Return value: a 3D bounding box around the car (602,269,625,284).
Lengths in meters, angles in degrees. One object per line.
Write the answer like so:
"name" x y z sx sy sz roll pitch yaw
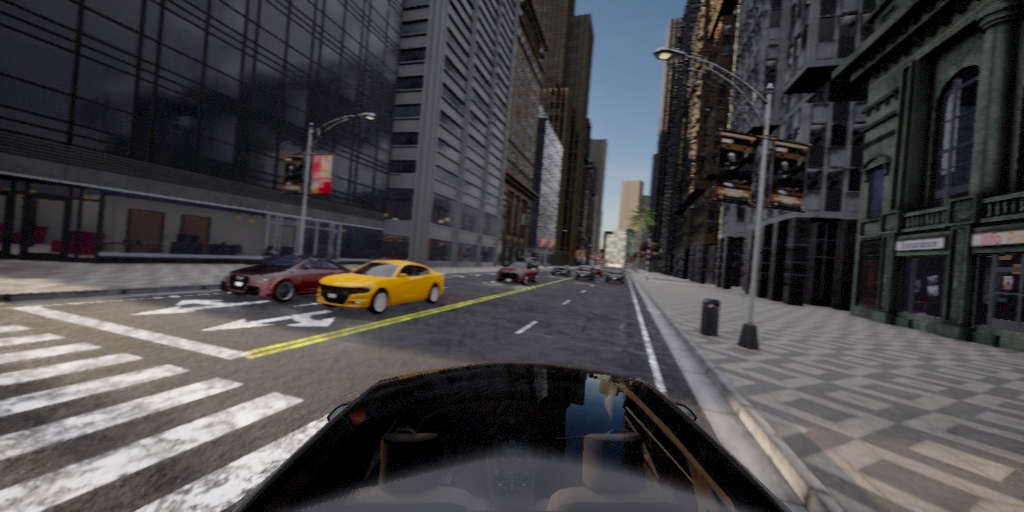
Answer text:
"car" 11.464 2.198 39.703 2.128 1.511 4.902 5 0 18

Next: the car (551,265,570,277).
"car" 6.157 1.848 44.607 1.994 1.385 4.181 5 0 17

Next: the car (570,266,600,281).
"car" 8.284 1.929 40.444 2.128 1.511 4.902 5 0 18

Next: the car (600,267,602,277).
"car" 13.007 2.306 55.390 1.882 1.535 5.008 5 0 18

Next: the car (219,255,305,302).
"car" -7.434 0.680 12.438 1.994 1.385 4.181 5 0 18

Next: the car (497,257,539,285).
"car" 0.494 1.134 26.804 2.097 1.767 4.553 5 0 18

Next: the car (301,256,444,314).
"car" -4.124 0.874 12.125 1.882 1.535 5.008 5 0 17

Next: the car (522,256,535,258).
"car" 1.480 1.081 40.588 2.150 2.045 5.566 5 0 18
